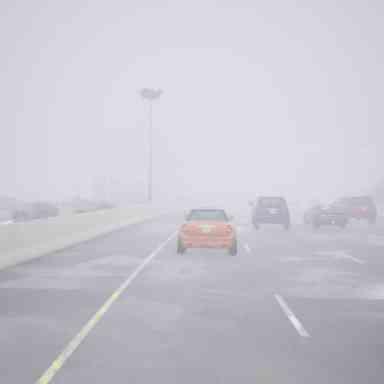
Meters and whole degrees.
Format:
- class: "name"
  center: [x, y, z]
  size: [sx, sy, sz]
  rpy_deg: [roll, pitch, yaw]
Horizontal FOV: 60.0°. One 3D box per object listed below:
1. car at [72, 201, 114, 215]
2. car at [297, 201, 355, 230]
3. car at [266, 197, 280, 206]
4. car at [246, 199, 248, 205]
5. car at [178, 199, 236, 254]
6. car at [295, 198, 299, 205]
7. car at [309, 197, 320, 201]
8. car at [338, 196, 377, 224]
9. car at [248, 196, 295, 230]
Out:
- class: "car"
  center: [-8.297, 1.464, 28.884]
  size: [2.033, 1.411, 5.357]
  rpy_deg: [1, 0, 9]
- class: "car"
  center: [8.691, 1.579, 22.044]
  size: [2.128, 1.511, 4.902]
  rpy_deg: [0, 0, 8]
- class: "car"
  center: [14.684, 1.651, 60.285]
  size: [1.837, 1.490, 4.892]
  rpy_deg: [0, 0, 21]
- class: "car"
  center: [11.134, 1.637, 60.908]
  size: [1.812, 1.442, 4.674]
  rpy_deg: [0, 0, 21]
- class: "car"
  center: [0.677, 1.359, 13.720]
  size: [2.097, 1.767, 4.553]
  rpy_deg: [1, 0, 4]
- class: "car"
  center: [18.180, 1.746, 59.520]
  size: [1.994, 1.385, 4.181]
  rpy_deg: [1, 0, 21]
- class: "car"
  center: [21.567, 1.707, 58.613]
  size: [2.128, 1.511, 4.902]
  rpy_deg: [1, 0, 21]
- class: "car"
  center: [12.851, 1.349, 26.683]
  size: [2.150, 2.045, 5.566]
  rpy_deg: [0, 0, 10]
- class: "car"
  center: [5.072, 1.272, 22.002]
  size: [2.150, 2.045, 5.566]
  rpy_deg: [0, 0, 8]
